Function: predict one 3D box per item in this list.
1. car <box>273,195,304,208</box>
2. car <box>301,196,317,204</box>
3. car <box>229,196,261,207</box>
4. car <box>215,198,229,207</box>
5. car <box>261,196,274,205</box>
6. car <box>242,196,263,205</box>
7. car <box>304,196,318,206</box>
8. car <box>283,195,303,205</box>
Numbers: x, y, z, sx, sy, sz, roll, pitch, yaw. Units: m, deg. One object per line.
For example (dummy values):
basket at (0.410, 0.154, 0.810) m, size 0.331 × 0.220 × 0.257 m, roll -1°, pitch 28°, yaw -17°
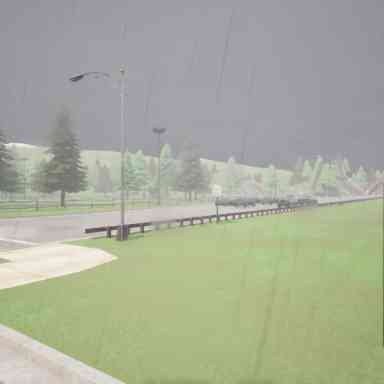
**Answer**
car at (13.319, 1.505, 45.761) m, size 1.837 × 1.490 × 4.892 m, roll 0°, pitch 0°, yaw 35°
car at (23.097, 1.526, 65.753) m, size 1.812 × 1.442 × 4.674 m, roll 0°, pitch 0°, yaw 35°
car at (8.087, 1.491, 50.483) m, size 2.128 × 1.511 × 4.902 m, roll 0°, pitch 0°, yaw 35°
car at (5.390, 1.564, 52.719) m, size 1.994 × 1.385 × 4.181 m, roll 0°, pitch 0°, yaw 35°
car at (13.919, 1.492, 58.913) m, size 2.128 × 1.511 × 4.902 m, roll 0°, pitch 0°, yaw 35°
car at (11.051, 1.478, 60.919) m, size 1.882 × 1.535 × 5.008 m, roll 0°, pitch 0°, yaw 35°
car at (19.181, 1.505, 54.223) m, size 1.837 × 1.490 × 4.892 m, roll 0°, pitch 0°, yaw 35°
car at (17.602, 1.352, 57.900) m, size 2.097 × 1.767 × 4.553 m, roll 0°, pitch 0°, yaw 35°
